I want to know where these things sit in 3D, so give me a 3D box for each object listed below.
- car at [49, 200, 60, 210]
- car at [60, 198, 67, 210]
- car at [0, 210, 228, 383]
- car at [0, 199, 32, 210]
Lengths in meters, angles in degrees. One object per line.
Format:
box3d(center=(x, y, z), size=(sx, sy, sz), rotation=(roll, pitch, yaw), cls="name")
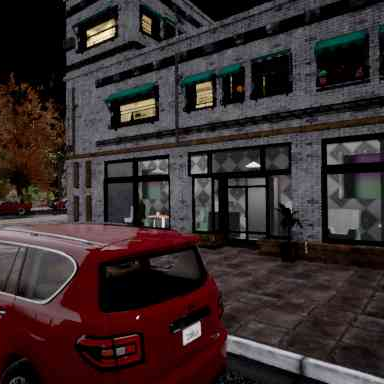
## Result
box3d(center=(-14.817, 1.375, 39.799), size=(1.994, 1.385, 4.181), rotation=(-1, 0, 37), cls="car")
box3d(center=(-12.091, 1.117, 38.021), size=(2.097, 1.767, 4.553), rotation=(-1, 0, 37), cls="car")
box3d(center=(-1.942, 1.316, 4.295), size=(5.009, 1.841, 2.192), rotation=(0, -1, 36), cls="car")
box3d(center=(-17.554, 1.459, 30.734), size=(1.895, 1.301, 4.718), rotation=(-1, 0, 37), cls="car")
